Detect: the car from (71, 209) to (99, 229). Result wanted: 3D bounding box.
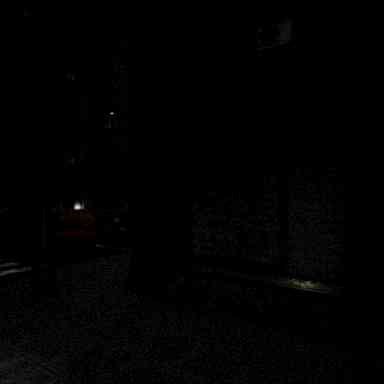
[{"bbox_3d":[-8.224,1.554,19.729,1.752,1.417,4.829,0,0,36],"label":"car"}]

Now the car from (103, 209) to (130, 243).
[{"bbox_3d":[-1.604,1.561,15.190,1.947,1.339,4.313,0,0,36],"label":"car"}]

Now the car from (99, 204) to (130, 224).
[{"bbox_3d":[-4.975,1.584,24.270,2.008,1.369,4.403,0,0,36],"label":"car"}]

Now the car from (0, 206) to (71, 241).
[{"bbox_3d":[-8.412,1.492,15.109,1.882,1.535,5.008,0,0,36],"label":"car"}]
